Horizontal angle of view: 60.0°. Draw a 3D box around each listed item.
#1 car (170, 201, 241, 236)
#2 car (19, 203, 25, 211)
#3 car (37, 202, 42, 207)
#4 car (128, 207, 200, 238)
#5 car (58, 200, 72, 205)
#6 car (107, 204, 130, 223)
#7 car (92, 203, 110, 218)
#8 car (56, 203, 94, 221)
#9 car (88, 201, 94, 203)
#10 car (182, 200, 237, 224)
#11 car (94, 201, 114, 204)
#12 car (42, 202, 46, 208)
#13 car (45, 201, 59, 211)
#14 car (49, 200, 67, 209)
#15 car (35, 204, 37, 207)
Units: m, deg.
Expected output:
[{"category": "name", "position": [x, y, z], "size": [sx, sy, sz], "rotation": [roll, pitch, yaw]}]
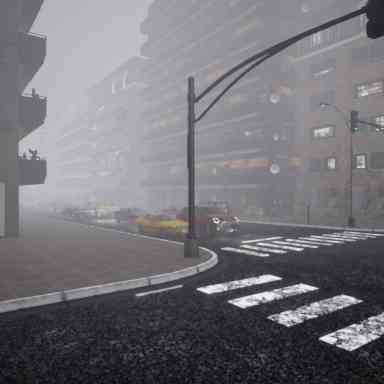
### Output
[{"category": "car", "position": [0.891, 1.635, 20.630], "size": [2.097, 1.767, 4.553], "rotation": [0, -1, -36]}, {"category": "car", "position": [-31.946, 2.769, 61.283], "size": [1.887, 1.381, 4.507], "rotation": [-1, 0, -36]}, {"category": "car", "position": [-35.236, 3.049, 79.980], "size": [1.887, 1.381, 4.507], "rotation": [-1, 0, -36]}, {"category": "car", "position": [-1.837, 1.833, 19.942], "size": [1.752, 1.417, 4.829], "rotation": [-1, 0, -36]}, {"category": "car", "position": [-19.605, 2.530, 54.197], "size": [2.033, 1.411, 5.357], "rotation": [0, -1, -36]}, {"category": "car", "position": [-5.141, 2.017, 28.901], "size": [2.033, 1.411, 5.357], "rotation": [0, -1, -36]}, {"category": "car", "position": [-11.190, 2.255, 37.220], "size": [1.895, 1.301, 4.718], "rotation": [0, -1, -36]}, {"category": "car", "position": [-11.940, 2.163, 33.814], "size": [1.887, 1.381, 4.507], "rotation": [-1, 0, -36]}, {"category": "car", "position": [-16.464, 2.307, 55.000], "size": [2.097, 1.767, 4.553], "rotation": [0, -1, -36]}, {"category": "car", "position": [1.433, 1.713, 29.622], "size": [2.192, 1.841, 5.009], "rotation": [-1, 0, -36]}, {"category": "car", "position": [-12.441, 2.290, 49.539], "size": [1.801, 1.575, 5.366], "rotation": [0, -1, -36]}, {"category": "car", "position": [-31.901, 2.972, 75.401], "size": [1.947, 1.339, 4.313], "rotation": [-1, 0, -36]}, {"category": "car", "position": [-25.285, 2.755, 61.994], "size": [1.895, 1.301, 4.718], "rotation": [0, -1, -36]}, {"category": "car", "position": [-28.574, 2.623, 70.824], "size": [2.192, 1.841, 5.009], "rotation": [-1, 0, -36]}, {"category": "car", "position": [-38.565, 3.168, 84.561], "size": [1.947, 1.339, 4.313], "rotation": [-1, 0, -36]}]
